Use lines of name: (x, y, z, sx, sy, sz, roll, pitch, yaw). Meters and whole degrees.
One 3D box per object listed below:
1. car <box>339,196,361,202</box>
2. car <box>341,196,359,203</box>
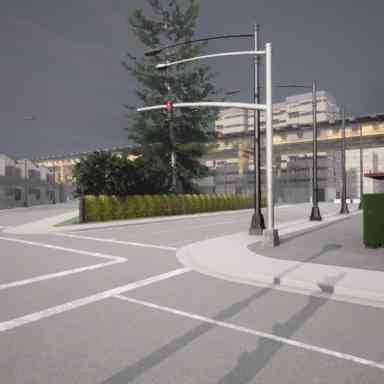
car: (33.809, 1.425, 71.030, 4.536, 1.218, 1.853, 0, 0, -29)
car: (33.765, 1.583, 71.003, 4.974, 1.542, 2.038, 0, 0, -29)
